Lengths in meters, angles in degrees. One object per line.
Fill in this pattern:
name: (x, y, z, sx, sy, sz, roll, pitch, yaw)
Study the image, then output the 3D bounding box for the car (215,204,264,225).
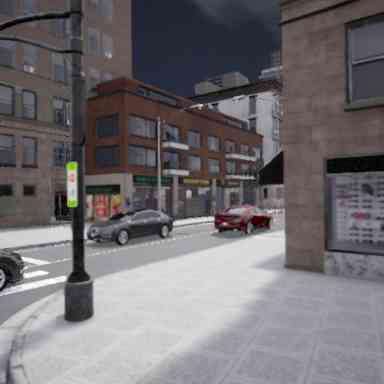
car: (3.780, 1.680, 25.919, 1.994, 1.385, 4.181, -1, 0, 35)

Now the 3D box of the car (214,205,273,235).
car: (3.185, 1.559, 19.744, 1.882, 1.535, 5.008, -1, -1, 35)

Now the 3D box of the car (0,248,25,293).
car: (-6.038, 1.630, 6.789, 1.837, 1.490, 4.892, -1, -1, 35)

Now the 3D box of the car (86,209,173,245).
car: (-2.932, 1.640, 16.497, 1.837, 1.490, 4.892, -1, -1, 35)
